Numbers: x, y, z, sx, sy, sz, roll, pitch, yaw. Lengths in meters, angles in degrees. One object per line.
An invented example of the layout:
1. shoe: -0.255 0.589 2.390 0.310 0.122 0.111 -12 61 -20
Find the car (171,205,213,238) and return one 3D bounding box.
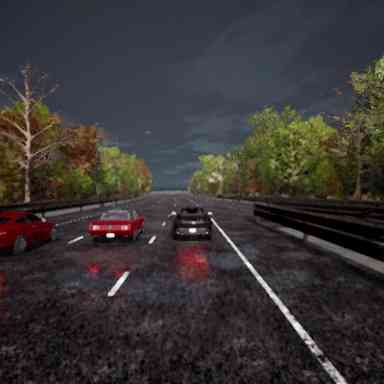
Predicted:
1. car: 0.003 1.447 17.170 1.837 1.490 4.892 0 0 -1

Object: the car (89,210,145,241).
1. car: -3.485 1.546 16.374 1.895 1.301 4.718 0 0 -1

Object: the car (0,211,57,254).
1. car: -6.958 1.483 13.075 1.812 1.442 4.674 0 0 0
